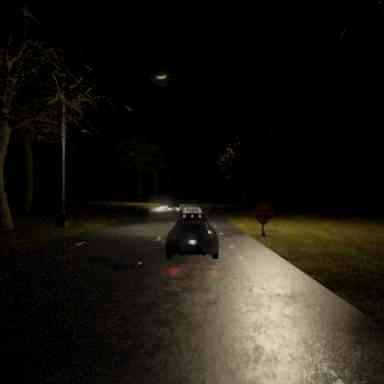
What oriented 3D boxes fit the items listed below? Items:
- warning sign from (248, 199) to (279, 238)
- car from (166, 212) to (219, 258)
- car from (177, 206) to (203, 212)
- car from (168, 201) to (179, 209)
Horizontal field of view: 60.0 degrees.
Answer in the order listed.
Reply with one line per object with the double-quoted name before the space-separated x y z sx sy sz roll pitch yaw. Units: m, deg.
"warning sign" 3.537 1.316 16.593 1.300 1.860 1.060 -1 -2 0
"car" 0.026 1.726 13.524 1.994 1.385 4.181 0 -1 0
"car" 0.021 1.967 28.267 1.895 1.301 4.718 0 -1 0
"car" -3.515 2.392 64.599 1.882 1.535 5.008 0 -1 1
